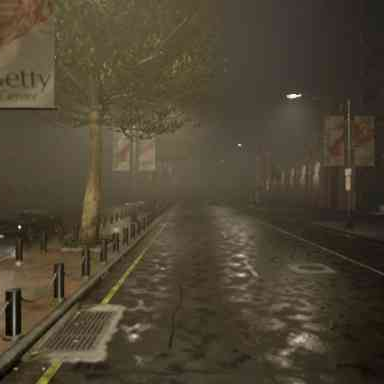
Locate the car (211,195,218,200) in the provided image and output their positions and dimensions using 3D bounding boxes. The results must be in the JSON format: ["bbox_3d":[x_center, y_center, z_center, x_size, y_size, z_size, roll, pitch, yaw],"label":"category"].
[{"bbox_3d":[6.337,1.528,94.091,1.895,1.301,4.718,0,0,0],"label":"car"}]

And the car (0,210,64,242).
[{"bbox_3d":[-8.135,1.589,16.451,1.895,1.301,4.718,0,0,0],"label":"car"}]

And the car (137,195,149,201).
[{"bbox_3d":[-11.854,1.468,81.031,2.128,1.511,4.902,0,0,0],"label":"car"}]

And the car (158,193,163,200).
[{"bbox_3d":[-8.354,1.168,81.004,2.150,2.045,5.566,0,0,0],"label":"car"}]

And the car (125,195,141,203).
[{"bbox_3d":[-11.815,1.516,65.210,1.994,1.385,4.181,0,0,0],"label":"car"}]

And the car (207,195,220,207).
[{"bbox_3d":[3.374,1.510,52.067,2.033,1.411,5.357,0,0,0],"label":"car"}]

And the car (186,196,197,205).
[{"bbox_3d":[-0.160,1.435,59.920,1.882,1.535,5.008,0,0,0],"label":"car"}]

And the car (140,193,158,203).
[{"bbox_3d":[-8.317,1.458,65.213,1.837,1.490,4.892,0,0,0],"label":"car"}]
